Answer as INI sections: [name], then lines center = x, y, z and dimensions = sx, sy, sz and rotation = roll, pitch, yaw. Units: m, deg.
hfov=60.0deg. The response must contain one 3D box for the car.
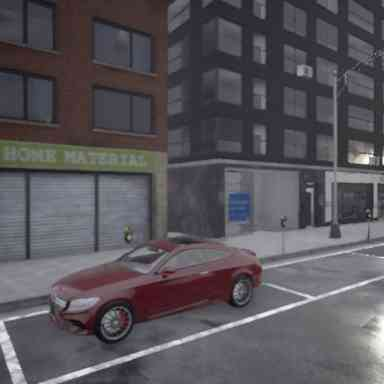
[car]
center = -0.439, 1.567, 6.332
dimensions = 4.206, 1.307, 1.802
rotation = 0, 0, -35
